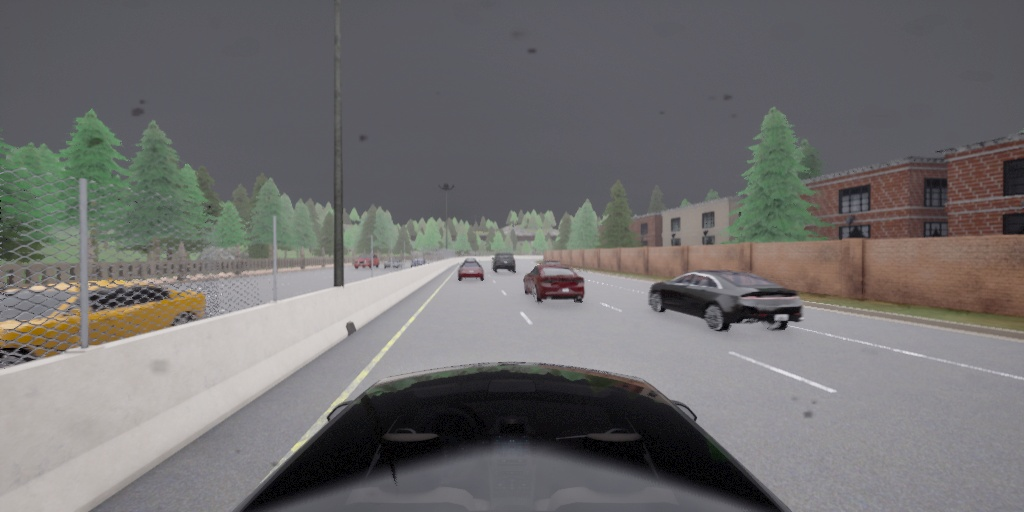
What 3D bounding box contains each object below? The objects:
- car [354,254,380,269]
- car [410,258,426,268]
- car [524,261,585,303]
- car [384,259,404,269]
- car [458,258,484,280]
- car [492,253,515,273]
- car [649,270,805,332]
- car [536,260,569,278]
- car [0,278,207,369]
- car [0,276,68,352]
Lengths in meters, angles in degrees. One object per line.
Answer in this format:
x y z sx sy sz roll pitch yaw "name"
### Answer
-19.900 0.777 49.408 2.150 2.045 5.566 0 0 -7 "car"
-12.951 1.017 50.253 1.812 1.442 4.674 0 0 -7 "car"
1.729 1.129 16.022 1.882 1.535 5.008 0 1 -7 "car"
-16.423 1.132 49.817 1.895 1.301 4.718 0 0 -7 "car"
-3.324 1.139 29.082 1.994 1.385 4.181 0 0 -7 "car"
-0.941 0.728 38.830 2.150 2.045 5.566 0 1 -7 "car"
5.887 1.170 10.620 2.128 1.511 4.902 0 0 -7 "car"
3.448 1.109 31.450 1.994 1.385 4.181 0 0 -7 "car"
-7.903 1.214 6.297 1.882 1.535 5.008 0 0 -7 "car"
-11.412 1.250 6.164 1.837 1.490 4.892 0 0 -7 "car"
